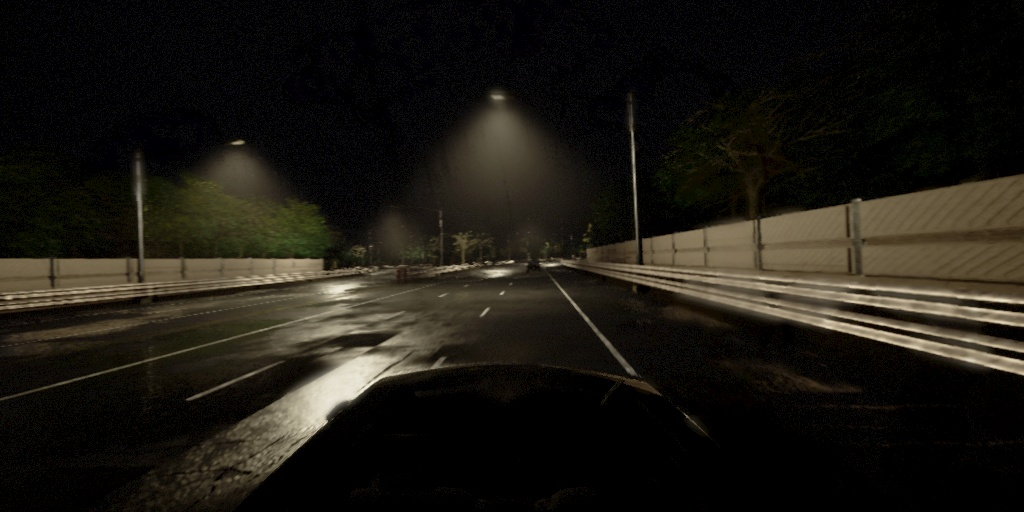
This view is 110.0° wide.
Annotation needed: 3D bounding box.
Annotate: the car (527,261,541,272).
[{"bbox_3d":[3.082,1.471,50.564,1.882,1.535,5.008,-3,-2,4],"label":"car"}]
